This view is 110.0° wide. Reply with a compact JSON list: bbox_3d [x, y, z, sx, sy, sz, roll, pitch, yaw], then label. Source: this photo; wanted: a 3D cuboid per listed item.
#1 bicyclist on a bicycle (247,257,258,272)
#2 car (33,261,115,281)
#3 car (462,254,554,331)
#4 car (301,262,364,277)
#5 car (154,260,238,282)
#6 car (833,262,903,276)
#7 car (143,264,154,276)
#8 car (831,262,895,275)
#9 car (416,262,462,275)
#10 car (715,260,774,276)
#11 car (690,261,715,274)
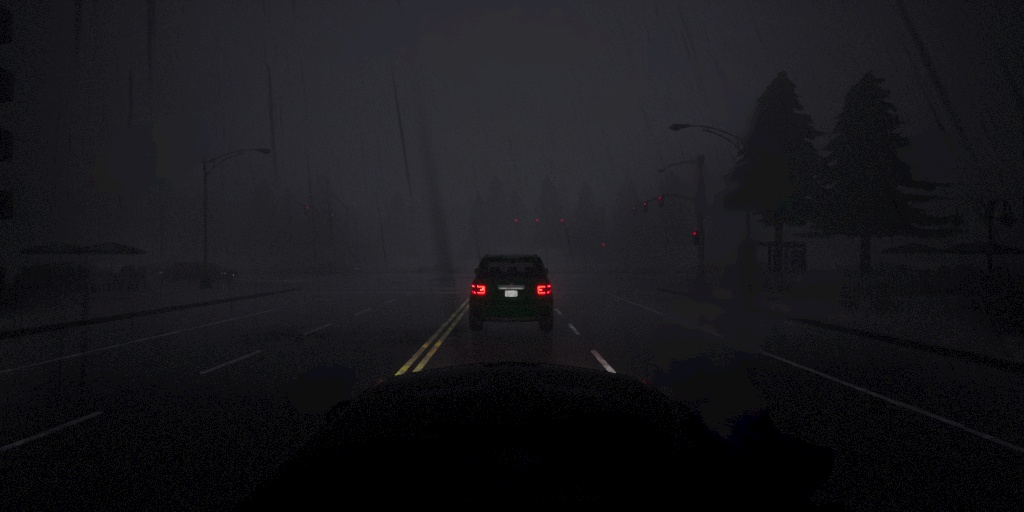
[{"bbox_3d":[-30.088,0.991,41.582,0.582,1.620,1.656,0,0,0],"label":"bicyclist on a bicycle"},{"bbox_3d":[-32.998,1.169,26.954,5.008,1.535,1.882,0,0,-2],"label":"car"},{"bbox_3d":[-0.018,0.970,11.060,2.150,2.045,5.566,0,0,0],"label":"car"},{"bbox_3d":[-17.152,1.238,34.405,5.357,1.411,2.033,0,0,0],"label":"car"},{"bbox_3d":[-23.529,1.197,27.129,4.892,1.490,1.837,0,0,-1],"label":"car"},{"bbox_3d":[34.706,1.238,34.684,5.357,1.411,2.033,0,0,1],"label":"car"},{"bbox_3d":[-27.761,1.239,30.590,5.357,1.411,2.033,0,0,-2],"label":"car"},{"bbox_3d":[37.090,1.291,38.013,4.718,1.301,1.895,0,0,4],"label":"car"},{"bbox_3d":[-7.701,1.295,37.980,4.718,1.301,1.895,0,0,0],"label":"car"},{"bbox_3d":[22.954,1.182,34.707,4.902,1.511,2.128,0,0,0],"label":"car"},{"bbox_3d":[21.507,1.216,38.202,4.674,1.442,1.812,0,0,0],"label":"car"}]
